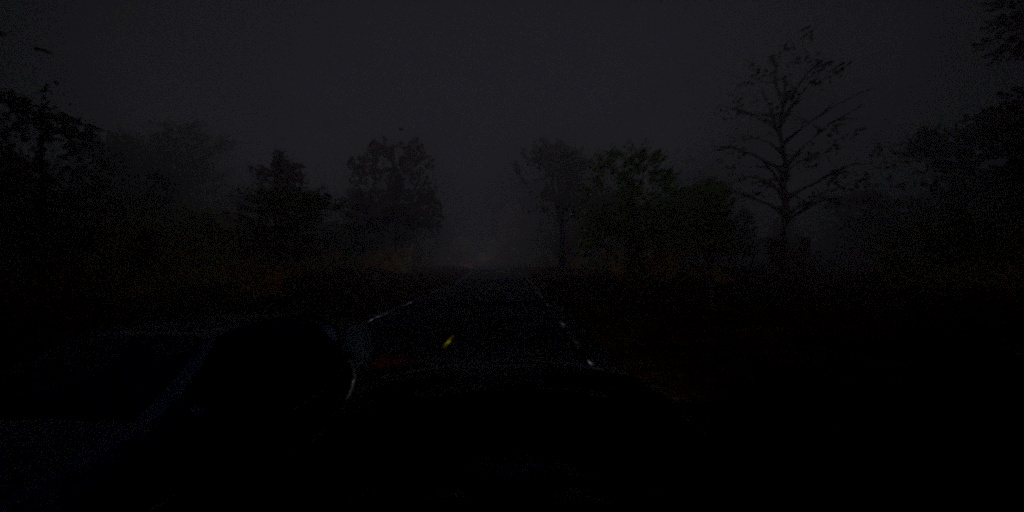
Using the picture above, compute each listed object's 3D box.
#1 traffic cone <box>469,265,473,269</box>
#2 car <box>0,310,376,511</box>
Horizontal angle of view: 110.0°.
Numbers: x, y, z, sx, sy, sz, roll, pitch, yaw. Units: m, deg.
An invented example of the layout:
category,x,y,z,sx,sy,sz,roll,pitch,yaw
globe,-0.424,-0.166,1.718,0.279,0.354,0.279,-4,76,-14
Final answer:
category,x,y,z,sx,sy,sz,roll,pitch,yaw
traffic cone,-6.862,1.938,62.616,0.340,0.580,0.340,0,0,-9
car,-3.098,1.306,3.464,2.033,1.411,5.357,0,0,0
